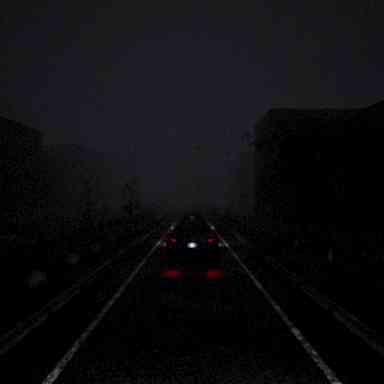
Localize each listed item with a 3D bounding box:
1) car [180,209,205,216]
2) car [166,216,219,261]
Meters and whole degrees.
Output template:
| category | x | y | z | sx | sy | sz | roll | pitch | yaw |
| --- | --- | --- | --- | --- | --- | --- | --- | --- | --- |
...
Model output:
| category | x | y | z | sx | sy | sz | roll | pitch | yaw |
| --- | --- | --- | --- | --- | --- | --- | --- | --- | --- |
| car | 0.013 | 2.263 | 28.612 | 1.837 | 1.490 | 4.892 | 0 | -1 | 0 |
| car | 0.020 | 1.895 | 13.691 | 1.994 | 1.385 | 4.181 | 0 | -2 | 0 |
